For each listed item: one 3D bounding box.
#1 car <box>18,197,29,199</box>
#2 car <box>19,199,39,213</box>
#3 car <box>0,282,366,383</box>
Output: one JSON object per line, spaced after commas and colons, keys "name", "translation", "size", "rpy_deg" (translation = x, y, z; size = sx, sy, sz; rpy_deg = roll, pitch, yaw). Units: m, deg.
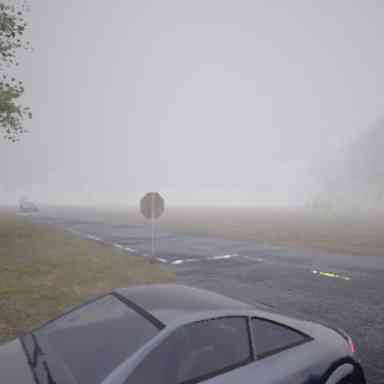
{"name": "car", "translation": [-40.984, 2.114, 81.058], "size": [2.150, 2.045, 5.566], "rpy_deg": [1, -1, -27]}
{"name": "car", "translation": [-22.199, 2.029, 45.173], "size": [2.033, 1.411, 5.357], "rpy_deg": [1, -1, -34]}
{"name": "car", "translation": [-0.401, 1.600, 2.831], "size": [4.181, 1.385, 1.994], "rpy_deg": [1, -1, -34]}
